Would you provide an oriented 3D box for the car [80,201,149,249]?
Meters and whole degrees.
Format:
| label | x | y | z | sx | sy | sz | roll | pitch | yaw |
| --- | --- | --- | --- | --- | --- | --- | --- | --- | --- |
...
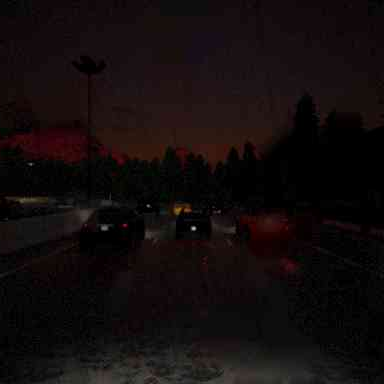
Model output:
| label | x | y | z | sx | sy | sz | roll | pitch | yaw |
| --- | --- | --- | --- | --- | --- | --- | --- | --- | --- |
| car | -3.403 | 1.451 | 15.079 | 2.097 | 1.767 | 4.553 | 0 | 0 | 0 |

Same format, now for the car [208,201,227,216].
| label | x | y | z | sx | sy | sz | roll | pitch | yaw |
| --- | --- | --- | --- | --- | --- | --- | --- | --- | --- |
| car | 2.394 | 1.720 | 35.070 | 2.128 | 1.511 | 4.902 | 0 | 0 | -8 |

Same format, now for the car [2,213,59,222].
| label | x | y | z | sx | sy | sz | roll | pitch | yaw |
| --- | --- | --- | --- | --- | --- | --- | --- | --- | --- |
| car | -10.682 | 1.748 | 22.634 | 1.895 | 1.301 | 4.718 | 0 | 0 | -2 |

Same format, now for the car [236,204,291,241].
| label | x | y | z | sx | sy | sz | roll | pitch | yaw |
| --- | --- | --- | --- | --- | --- | --- | --- | --- | --- |
| car | 3.576 | 1.467 | 17.421 | 2.097 | 1.767 | 4.553 | 0 | 0 | 0 |

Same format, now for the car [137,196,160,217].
| label | x | y | z | sx | sy | sz | roll | pitch | yaw |
| --- | --- | --- | --- | --- | --- | --- | --- | --- | --- |
| car | -4.517 | 1.445 | 34.303 | 2.150 | 2.045 | 5.566 | 0 | 0 | -8 |

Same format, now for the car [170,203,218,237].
| label | x | y | z | sx | sy | sz | roll | pitch | yaw |
| --- | --- | --- | --- | --- | --- | --- | --- | --- | --- |
| car | 0.061 | 1.616 | 19.024 | 2.128 | 1.511 | 4.902 | 0 | 0 | -1 |

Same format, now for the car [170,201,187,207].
| label | x | y | z | sx | sy | sz | roll | pitch | yaw |
| --- | --- | --- | --- | --- | --- | --- | --- | --- | --- |
| car | -1.364 | 1.716 | 36.636 | 1.882 | 1.535 | 5.008 | 0 | 0 | -9 |
